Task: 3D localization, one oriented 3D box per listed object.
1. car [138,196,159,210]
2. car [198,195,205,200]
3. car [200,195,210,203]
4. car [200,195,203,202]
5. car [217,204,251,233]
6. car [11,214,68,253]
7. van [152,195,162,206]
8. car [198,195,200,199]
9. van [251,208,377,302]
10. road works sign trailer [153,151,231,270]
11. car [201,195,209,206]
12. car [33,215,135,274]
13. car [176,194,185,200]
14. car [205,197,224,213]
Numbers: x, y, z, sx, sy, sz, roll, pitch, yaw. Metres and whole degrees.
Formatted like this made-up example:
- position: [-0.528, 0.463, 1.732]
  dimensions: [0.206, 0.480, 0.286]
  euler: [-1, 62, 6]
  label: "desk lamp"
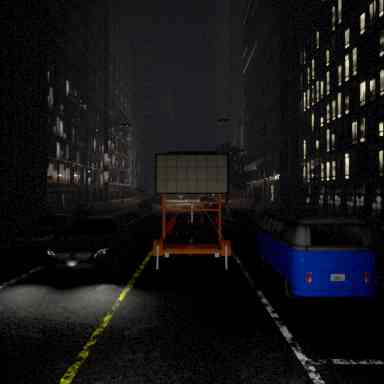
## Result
- position: [-5.694, 1.548, 42.141]
  dimensions: [2.008, 1.369, 4.403]
  euler: [0, 0, 0]
  label: "car"
- position: [2.683, 1.462, 93.371]
  dimensions: [1.887, 1.381, 4.507]
  euler: [0, 0, 0]
  label: "car"
- position: [2.685, 1.401, 70.600]
  dimensions: [1.967, 1.590, 4.097]
  euler: [0, 0, 0]
  label: "car"
- position: [2.686, 1.538, 53.523]
  dimensions: [2.008, 1.369, 4.403]
  euler: [0, 0, 0]
  label: "car"
- position: [2.688, 1.581, 19.368]
  dimensions: [1.802, 1.307, 4.206]
  euler: [0, 0, 0]
  label: "car"
- position: [-5.692, 1.582, 13.678]
  dimensions: [1.802, 1.307, 4.206]
  euler: [0, 0, 0]
  label: "car"
- position: [-5.694, 1.328, 53.526]
  dimensions: [1.690, 1.788, 3.998]
  euler: [0, 0, 0]
  label: "van"
- position: [2.685, 1.410, 64.908]
  dimensions: [1.967, 1.590, 4.097]
  euler: [0, 0, 0]
  label: "car"
- position: [2.689, 1.341, 7.984]
  dimensions: [1.690, 1.788, 3.998]
  euler: [0, 0, 0]
  label: "van"
- position: [-0.001, 0.464, 11.003]
  dimensions: [2.380, 3.560, 2.880]
  euler: [0, 0, 0]
  label: "road works sign trailer"
- position: [2.686, 1.544, 47.831]
  dimensions: [2.008, 1.369, 4.403]
  euler: [0, 0, 0]
  label: "car"
- position: [-3.001, 1.525, 10.652]
  dimensions: [1.812, 1.442, 4.674]
  euler: [0, 0, 0]
  label: "car"
- position: [-3.009, 1.150, 90.967]
  dimensions: [2.150, 2.045, 5.566]
  euler: [0, 0, 0]
  label: "car"
- position: [2.687, 1.581, 36.446]
  dimensions: [1.802, 1.307, 4.206]
  euler: [0, 0, 0]
  label: "car"
